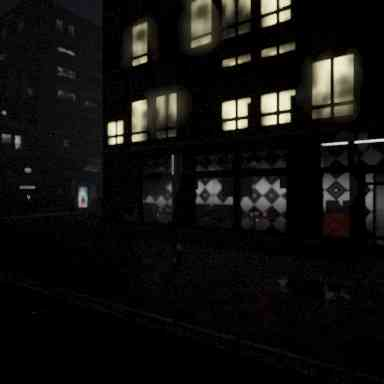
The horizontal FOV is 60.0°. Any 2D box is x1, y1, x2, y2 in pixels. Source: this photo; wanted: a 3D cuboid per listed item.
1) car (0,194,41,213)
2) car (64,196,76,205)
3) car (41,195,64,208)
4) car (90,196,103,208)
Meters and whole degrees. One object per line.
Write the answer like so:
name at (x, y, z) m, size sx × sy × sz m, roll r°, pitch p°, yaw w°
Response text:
car at (-16.578, 1.110, 29.389) m, size 2.192 × 1.841 × 5.009 m, roll 1°, pitch 2°, yaw 35°
car at (-17.136, 1.178, 43.237) m, size 1.802 × 1.307 × 4.206 m, roll 1°, pitch 2°, yaw 35°
car at (-17.638, 1.184, 38.015) m, size 1.837 × 1.490 × 4.892 m, roll 0°, pitch 1°, yaw 35°
car at (-10.229, 1.153, 38.492) m, size 1.947 × 1.339 × 4.313 m, roll 1°, pitch 2°, yaw 35°
